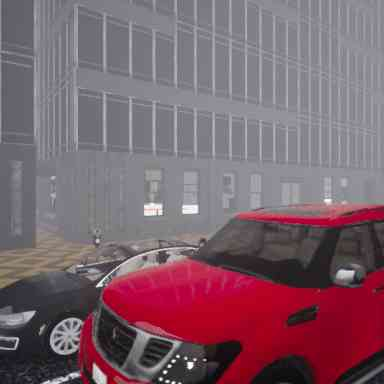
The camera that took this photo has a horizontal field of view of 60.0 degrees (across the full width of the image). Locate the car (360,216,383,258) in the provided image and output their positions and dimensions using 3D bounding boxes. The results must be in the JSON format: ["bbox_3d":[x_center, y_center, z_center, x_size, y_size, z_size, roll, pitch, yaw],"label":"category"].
[{"bbox_3d":[8.270,1.582,12.417,4.206,1.307,1.802,0,0,-35],"label":"car"}]

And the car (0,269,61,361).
[{"bbox_3d":[-1.016,1.551,5.830,4.403,1.369,2.008,0,0,-35],"label":"car"}]

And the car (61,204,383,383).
[{"bbox_3d":[1.471,1.221,4.418,5.566,2.045,2.150,0,0,-35],"label":"car"}]
